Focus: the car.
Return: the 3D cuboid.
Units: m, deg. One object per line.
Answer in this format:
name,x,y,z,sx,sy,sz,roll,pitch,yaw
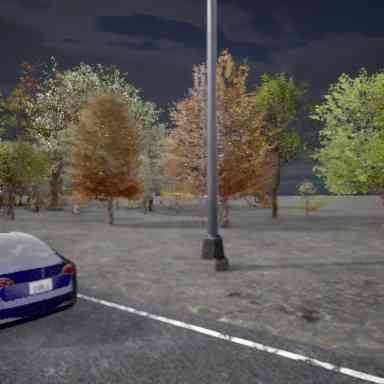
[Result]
car,-4.295,1.535,6.616,4.792,1.488,2.163,0,0,35
